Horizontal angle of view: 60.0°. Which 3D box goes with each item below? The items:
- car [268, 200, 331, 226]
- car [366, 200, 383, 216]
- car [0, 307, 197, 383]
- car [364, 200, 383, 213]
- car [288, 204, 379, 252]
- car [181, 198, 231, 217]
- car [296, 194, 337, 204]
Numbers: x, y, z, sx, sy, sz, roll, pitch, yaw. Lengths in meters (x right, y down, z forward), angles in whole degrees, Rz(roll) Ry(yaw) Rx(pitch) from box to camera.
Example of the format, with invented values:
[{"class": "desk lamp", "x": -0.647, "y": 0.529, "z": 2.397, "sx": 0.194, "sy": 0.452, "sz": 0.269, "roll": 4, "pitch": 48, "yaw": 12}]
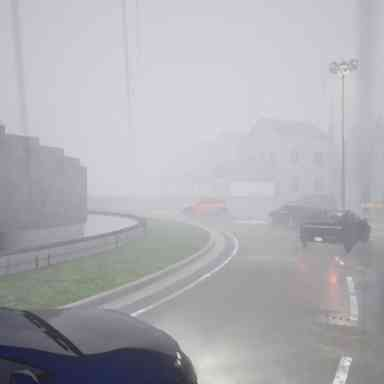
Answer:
[{"class": "car", "x": 6.484, "y": 1.506, "z": 21.130, "sx": 1.837, "sy": 1.490, "sz": 4.892, "roll": 0, "pitch": 0, "yaw": -11}, {"class": "car", "x": 18.929, "y": 1.477, "z": 32.673, "sx": 5.008, "sy": 1.535, "sz": 1.882, "roll": 0, "pitch": 0, "yaw": -17}, {"class": "car", "x": -1.911, "y": 1.564, "z": 2.379, "sx": 4.181, "sy": 1.385, "sz": 1.994, "roll": 0, "pitch": 0, "yaw": -44}, {"class": "car", "x": 21.821, "y": 1.601, "z": 37.300, "sx": 4.718, "sy": 1.301, "sz": 1.895, "roll": 0, "pitch": 0, "yaw": -21}, {"class": "car", "x": 6.124, "y": 1.492, "z": 14.030, "sx": 2.128, "sy": 1.511, "sz": 4.902, "roll": 0, "pitch": 0, "yaw": 38}, {"class": "car", "x": 1.291, "y": 1.352, "z": 30.748, "sx": 4.553, "sy": 1.767, "sz": 2.097, "roll": 0, "pitch": 0, "yaw": 7}, {"class": "car", "x": 12.265, "y": 1.221, "z": 34.644, "sx": 5.566, "sy": 2.045, "sz": 2.150, "roll": 0, "pitch": 0, "yaw": -11}]
